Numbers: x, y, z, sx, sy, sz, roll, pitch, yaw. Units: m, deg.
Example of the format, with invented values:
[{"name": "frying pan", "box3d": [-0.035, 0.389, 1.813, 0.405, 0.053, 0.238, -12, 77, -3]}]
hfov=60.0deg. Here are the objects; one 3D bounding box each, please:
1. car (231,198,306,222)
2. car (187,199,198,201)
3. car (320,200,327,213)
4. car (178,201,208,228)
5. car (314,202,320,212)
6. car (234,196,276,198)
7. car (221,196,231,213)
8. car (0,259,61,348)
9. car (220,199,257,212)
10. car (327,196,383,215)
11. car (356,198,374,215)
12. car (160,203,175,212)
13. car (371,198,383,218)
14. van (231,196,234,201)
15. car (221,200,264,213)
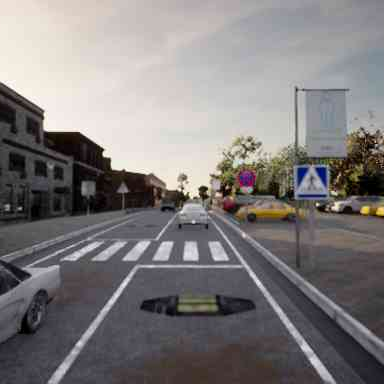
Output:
[{"name": "car", "box3d": [6.092, 1.503, 26.100, 5.366, 1.575, 1.946, 0, -1, 0]}, {"name": "car", "box3d": [0.028, 1.662, 39.338, 2.097, 1.767, 4.553, 0, -2, 0]}, {"name": "car", "box3d": [18.420, 1.768, 39.513, 4.892, 1.521, 2.231, 0, -2, -1]}, {"name": "car", "box3d": [0.080, 1.506, 21.589, 1.812, 1.442, 4.674, 0, 0, 0]}, {"name": "car", "box3d": [18.364, 1.587, 42.187, 5.566, 2.045, 2.435, 0, -2, -1]}, {"name": "car", "box3d": [6.285, 1.421, 29.021, 4.553, 1.767, 2.185, 0, -1, 0]}, {"name": "car", "box3d": [6.202, 1.479, 38.251, 5.566, 2.045, 2.435, 0, -1, -1]}, {"name": "car", "box3d": [-3.350, 1.586, 3.914, 1.895, 1.301, 4.718, 0, 0, 0]}, {"name": "car", "box3d": [6.129, 1.763, 44.199, 4.553, 1.767, 2.185, 0, -2, -1]}, {"name": "car", "box3d": [18.433, 1.445, 36.727, 5.566, 2.045, 2.435, 0, -2, -1]}, {"name": "car", "box3d": [18.692, 1.581, 31.007, 5.366, 1.575, 1.946, 0, -1, 0]}, {"name": "car", "box3d": [-3.427, 2.178, 47.245, 1.895, 1.301, 4.718, 0, -2, 0]}, {"name": "car", "box3d": [18.713, 1.538, 28.347, 5.366, 1.575, 1.946, 0, -1, 0]}, {"name": "van", "box3d": [6.346, 1.375, 32.060, 4.442, 1.987, 1.878, 0, -1, 0]}, {"name": "car", "box3d": [6.141, 1.807, 41.161, 5.008, 1.535, 2.097, 0, -2, -1]}]
